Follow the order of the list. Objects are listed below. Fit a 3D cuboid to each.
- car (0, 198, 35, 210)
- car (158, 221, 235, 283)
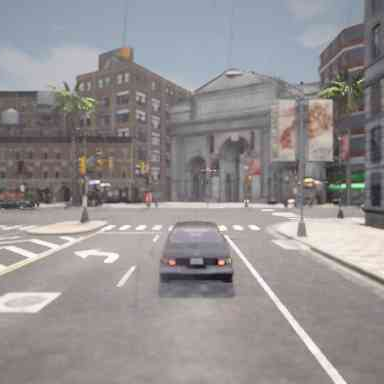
[{"bbox_3d":[-22.498,1.539,42.207,4.892,1.490,1.837,0,-1,4],"label":"car"},{"bbox_3d":[0.099,1.555,9.727,2.033,1.411,5.357,0,0,0],"label":"car"}]
